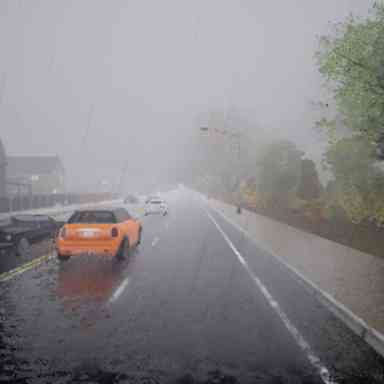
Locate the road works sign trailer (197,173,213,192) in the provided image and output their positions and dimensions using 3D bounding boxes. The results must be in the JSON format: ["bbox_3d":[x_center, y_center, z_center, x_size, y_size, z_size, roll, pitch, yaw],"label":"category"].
[{"bbox_3d":[1.966,-1.927,66.141,2.880,3.560,2.380,31,-20,-4],"label":"road works sign trailer"}]

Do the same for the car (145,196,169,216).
[{"bbox_3d":[-3.152,1.385,30.437,1.812,1.442,4.674,0,0,0],"label":"car"}]

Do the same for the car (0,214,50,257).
[{"bbox_3d":[-6.602,1.543,12.808,1.895,1.301,4.718,0,0,0],"label":"car"}]

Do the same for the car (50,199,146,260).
[{"bbox_3d":[-3.151,1.295,12.262,2.097,1.767,4.553,0,0,0],"label":"car"}]

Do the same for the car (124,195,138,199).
[{"bbox_3d":[-9.813,1.231,53.616,2.128,1.511,4.902,0,0,0],"label":"car"}]
